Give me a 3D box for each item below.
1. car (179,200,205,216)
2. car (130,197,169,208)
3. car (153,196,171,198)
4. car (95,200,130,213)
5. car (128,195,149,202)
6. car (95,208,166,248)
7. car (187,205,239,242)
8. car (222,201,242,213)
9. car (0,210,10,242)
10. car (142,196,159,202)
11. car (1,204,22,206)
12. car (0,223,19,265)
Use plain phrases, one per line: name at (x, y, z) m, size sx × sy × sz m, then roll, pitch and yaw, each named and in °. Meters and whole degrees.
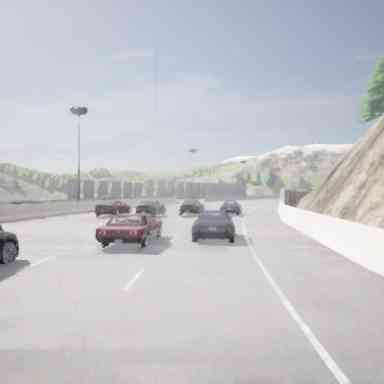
car at (0.064, 1.518, 32.481) m, size 1.837 × 1.490 × 4.892 m, roll 0°, pitch 0°, yaw 11°
car at (-3.784, 1.508, 31.058) m, size 1.837 × 1.490 × 4.892 m, roll 0°, pitch 0°, yaw 10°
car at (-5.900, 1.204, 72.144) m, size 2.150 × 2.045 × 5.566 m, roll 0°, pitch 0°, yaw 22°
car at (-7.316, 1.473, 31.197) m, size 1.882 × 1.535 × 5.008 m, roll 0°, pitch 0°, yaw 10°
car at (-12.114, 1.490, 75.426) m, size 2.033 × 1.411 × 5.357 m, roll 0°, pitch 0°, yaw 24°
car at (-2.588, 1.601, 14.906) m, size 1.895 × 1.301 × 4.718 m, roll 0°, pitch 0°, yaw 5°
car at (1.107, 1.574, 16.467) m, size 1.994 × 1.385 × 4.181 m, roll 0°, pitch 0°, yaw 6°
car at (4.060, 1.588, 34.426) m, size 1.994 × 1.385 × 4.181 m, roll 0°, pitch 0°, yaw 12°
car at (-9.704, 1.546, 13.612) m, size 1.994 × 1.385 × 4.181 m, roll 0°, pitch 0°, yaw 5°
car at (-9.082, 1.519, 73.606) m, size 1.994 × 1.385 × 4.181 m, roll 0°, pitch 0°, yaw 22°
car at (-17.890, 1.517, 32.978) m, size 2.033 × 1.411 × 5.357 m, roll 0°, pitch 0°, yaw 11°
car at (-6.551, 1.479, 8.763) m, size 2.128 × 1.511 × 4.902 m, roll 0°, pitch 0°, yaw 3°
